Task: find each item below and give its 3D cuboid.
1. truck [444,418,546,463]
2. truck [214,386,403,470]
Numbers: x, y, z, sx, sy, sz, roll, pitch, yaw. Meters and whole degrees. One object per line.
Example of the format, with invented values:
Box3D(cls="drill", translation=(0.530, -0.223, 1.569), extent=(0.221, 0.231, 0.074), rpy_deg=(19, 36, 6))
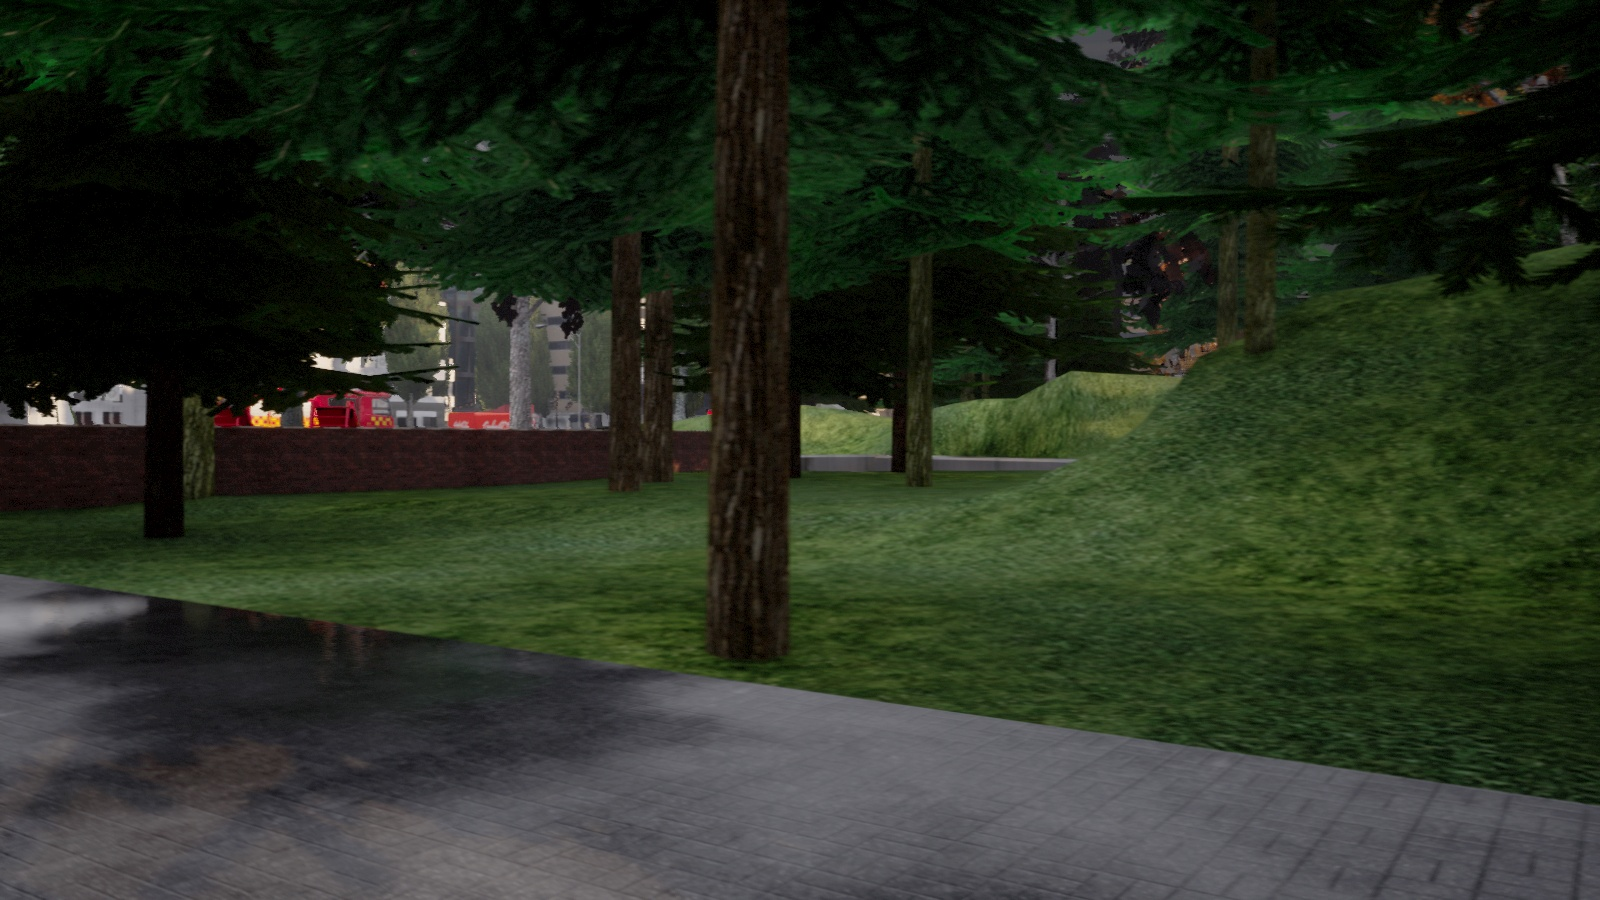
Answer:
Box3D(cls="truck", translation=(-17.326, -0.576, 71.581), extent=(2.627, 2.467, 5.204), rpy_deg=(0, 1, 34))
Box3D(cls="truck", translation=(-23.928, -1.059, 61.666), extent=(2.891, 3.827, 8.468), rpy_deg=(0, 1, 34))
